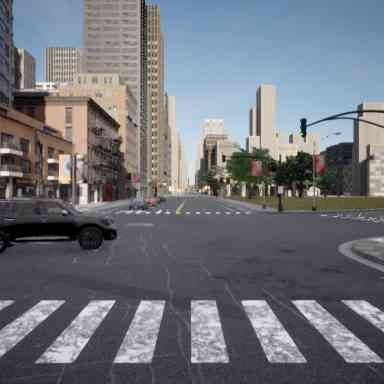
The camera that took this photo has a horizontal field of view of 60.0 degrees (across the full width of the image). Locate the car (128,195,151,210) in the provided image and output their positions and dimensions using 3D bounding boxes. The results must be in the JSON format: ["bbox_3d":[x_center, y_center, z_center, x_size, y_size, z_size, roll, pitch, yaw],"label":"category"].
[{"bbox_3d":[-6.637,1.483,41.544,1.812,1.442,4.674,0,0,0],"label":"car"}]

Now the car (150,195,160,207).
[{"bbox_3d":[-6.616,1.294,50.596,2.097,1.767,4.553,0,0,0],"label":"car"}]

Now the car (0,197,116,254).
[{"bbox_3d":[-5.881,1.240,13.287,5.566,2.045,2.150,0,0,-17],"label":"car"}]

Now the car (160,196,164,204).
[{"bbox_3d":[-6.599,1.490,59.647,1.994,1.385,4.181,0,0,0],"label":"car"}]

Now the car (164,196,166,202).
[{"bbox_3d":[-6.520,1.501,69.779,1.895,1.301,4.718,0,0,0],"label":"car"}]
